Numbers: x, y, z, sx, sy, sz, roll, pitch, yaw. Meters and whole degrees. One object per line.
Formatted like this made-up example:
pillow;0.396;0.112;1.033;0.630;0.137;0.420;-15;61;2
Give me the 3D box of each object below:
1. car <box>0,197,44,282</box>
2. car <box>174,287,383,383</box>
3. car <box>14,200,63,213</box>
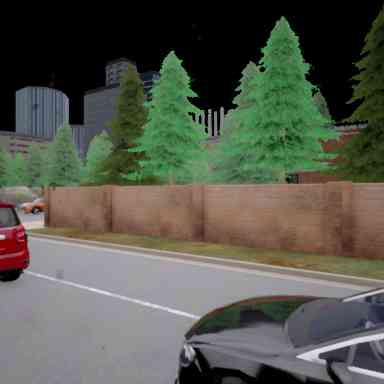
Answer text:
car;-6.393;1.217;8.513;5.566;2.045;2.150;0;0;36
car;2.083;1.492;2.507;4.902;1.511;2.128;0;0;35
car;-17.361;1.584;37.892;1.895;1.301;4.718;0;0;35
